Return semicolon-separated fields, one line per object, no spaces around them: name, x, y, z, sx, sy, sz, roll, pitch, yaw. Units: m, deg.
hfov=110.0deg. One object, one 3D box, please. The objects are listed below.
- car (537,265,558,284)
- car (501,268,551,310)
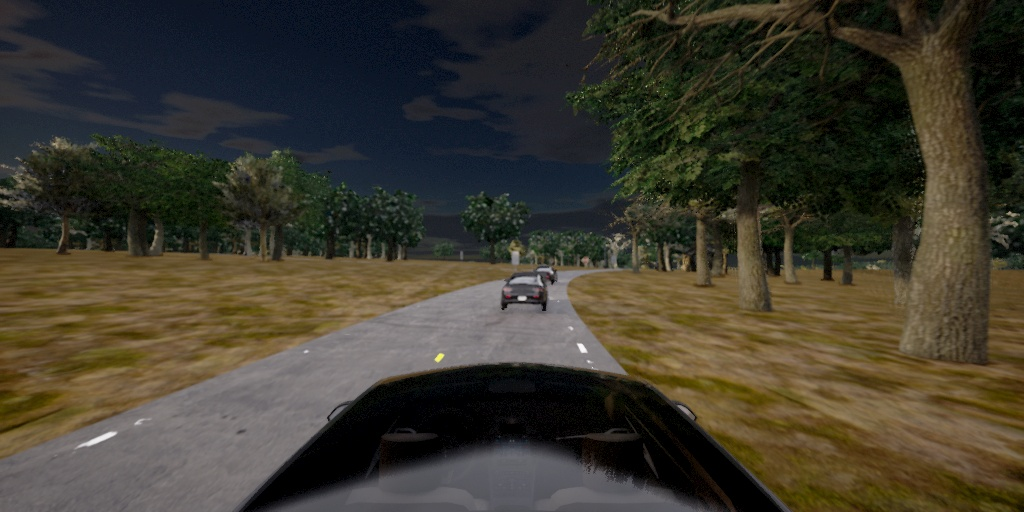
car;2.770;1.575;30.230;1.812;1.442;4.674;0;0;12
car;0.630;1.418;15.546;1.812;1.442;4.674;0;0;6
